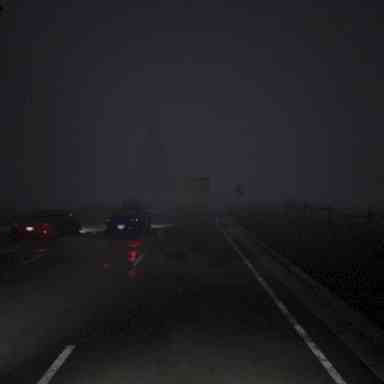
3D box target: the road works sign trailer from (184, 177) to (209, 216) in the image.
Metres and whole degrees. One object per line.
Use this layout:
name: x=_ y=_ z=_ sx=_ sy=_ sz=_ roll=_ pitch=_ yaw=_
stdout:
road works sign trailer: x=0.490 y=0.396 z=32.096 sx=2.380 sy=3.560 sz=2.880 roll=0 pitch=0 yaw=5

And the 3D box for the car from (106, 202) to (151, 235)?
car: x=-3.409 y=1.487 z=18.233 sx=1.812 sy=1.442 sz=4.674 roll=0 pitch=0 yaw=0

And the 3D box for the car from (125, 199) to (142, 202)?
car: x=-6.079 y=1.473 z=34.589 sx=2.033 sy=1.411 sz=5.357 roll=0 pitch=0 yaw=4

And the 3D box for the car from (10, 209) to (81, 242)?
car: x=-6.900 y=1.529 z=16.158 sx=1.994 sy=1.385 sz=4.181 roll=0 pitch=0 yaw=0
